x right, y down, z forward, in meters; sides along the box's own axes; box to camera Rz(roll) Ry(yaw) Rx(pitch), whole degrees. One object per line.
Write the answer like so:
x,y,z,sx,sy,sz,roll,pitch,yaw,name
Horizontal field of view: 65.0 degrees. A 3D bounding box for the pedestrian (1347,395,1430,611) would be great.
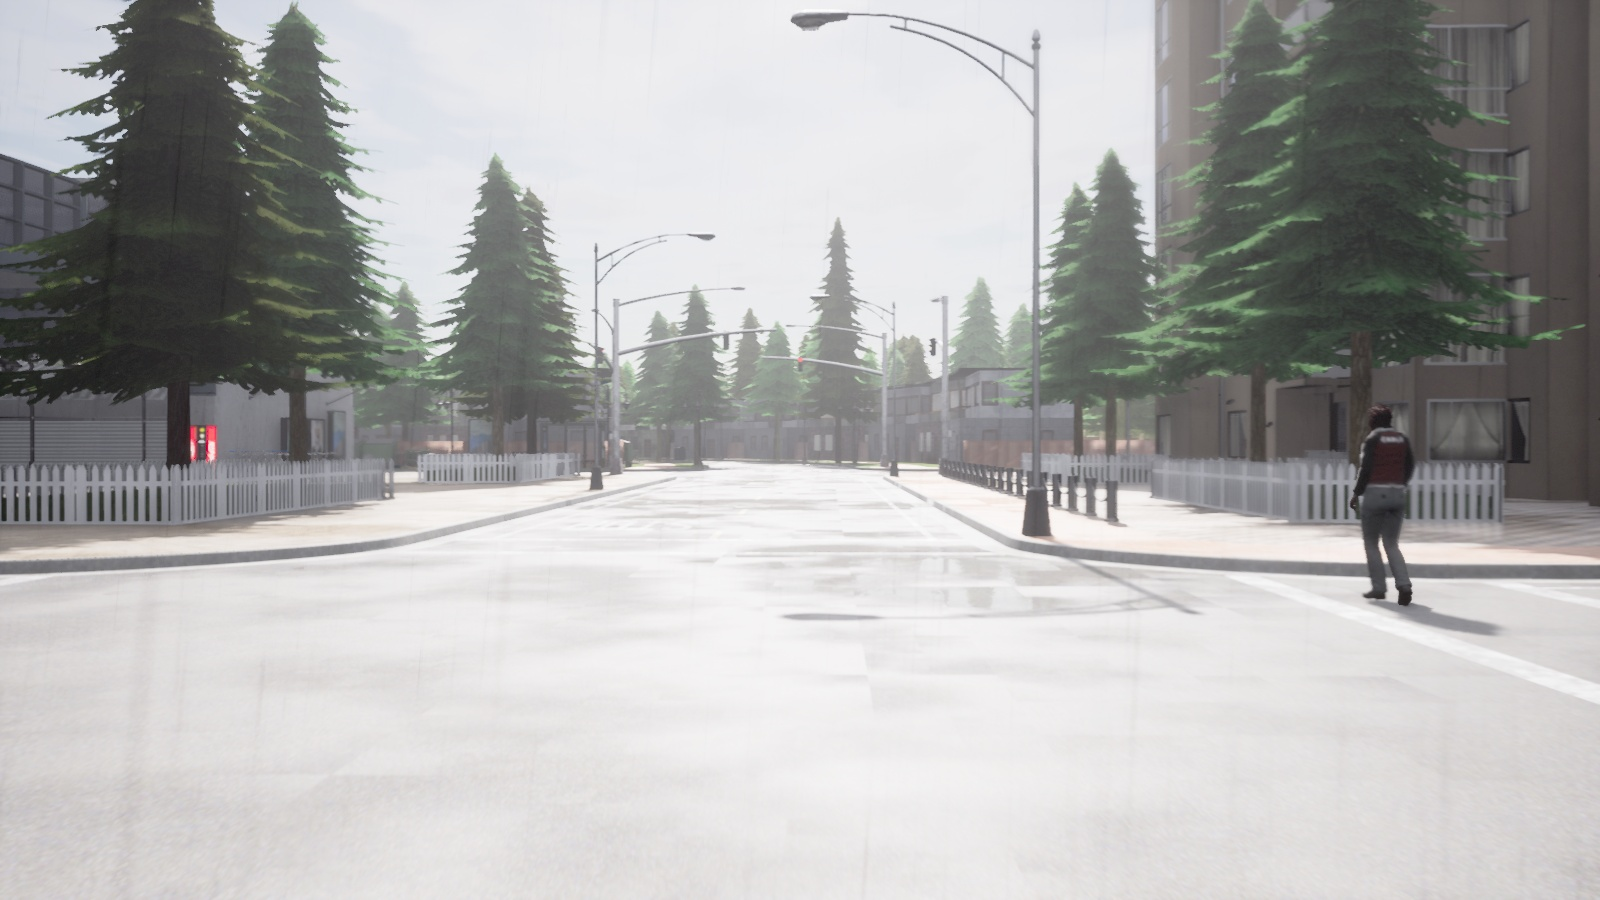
5.398,0.470,11.548,0.402,1.930,0.666,0,0,-6,pedestrian
